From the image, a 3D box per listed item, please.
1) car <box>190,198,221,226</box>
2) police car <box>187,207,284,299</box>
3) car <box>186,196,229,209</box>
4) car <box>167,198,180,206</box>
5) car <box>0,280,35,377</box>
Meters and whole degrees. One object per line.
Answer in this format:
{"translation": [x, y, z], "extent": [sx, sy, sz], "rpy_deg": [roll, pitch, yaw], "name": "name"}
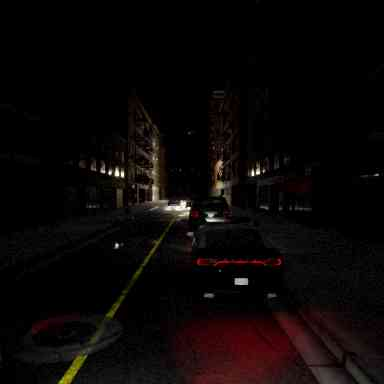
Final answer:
{"translation": [0.904, 1.361, 24.504], "extent": [2.097, 1.767, 4.553], "rpy_deg": [0, 0, 0], "name": "car"}
{"translation": [0.901, 1.427, 8.644], "extent": [1.930, 1.638, 5.238], "rpy_deg": [0, 0, 0], "name": "police car"}
{"translation": [0.904, 1.231, 18.565], "extent": [2.150, 2.045, 5.566], "rpy_deg": [0, 0, 0], "name": "car"}
{"translation": [-2.990, 1.639, 54.436], "extent": [1.895, 1.301, 4.718], "rpy_deg": [0, 0, 0], "name": "car"}
{"translation": [-3.099, 1.548, 2.289], "extent": [2.033, 1.411, 5.357], "rpy_deg": [0, 0, 0], "name": "car"}
